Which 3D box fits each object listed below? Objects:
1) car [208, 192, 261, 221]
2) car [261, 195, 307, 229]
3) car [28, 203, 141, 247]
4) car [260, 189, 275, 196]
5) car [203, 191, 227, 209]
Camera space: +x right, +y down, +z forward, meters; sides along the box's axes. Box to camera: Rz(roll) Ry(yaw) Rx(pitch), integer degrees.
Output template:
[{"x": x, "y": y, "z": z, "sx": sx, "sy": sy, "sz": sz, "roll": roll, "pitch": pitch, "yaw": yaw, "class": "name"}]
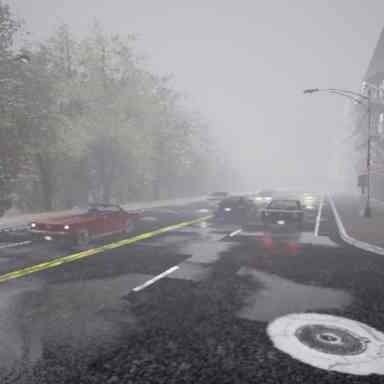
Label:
[{"x": 2.780, "y": 0.922, "z": 20.728, "sx": 1.994, "sy": 1.385, "sz": 4.181, "roll": 1, "pitch": 2, "yaw": 22, "class": "car"}, {"x": 4.939, "y": 1.051, "z": 17.376, "sx": 1.895, "sy": 1.301, "sz": 4.718, "roll": 1, "pitch": 2, "yaw": 22, "class": "car"}, {"x": -3.975, "y": 1.162, "z": 13.121, "sx": 1.895, "sy": 1.301, "sz": 4.718, "roll": 1, "pitch": 2, "yaw": 22, "class": "car"}, {"x": 11.846, "y": 0.140, "z": 52.460, "sx": 1.895, "sy": 1.301, "sz": 4.718, "roll": 1, "pitch": 2, "yaw": 22, "class": "car"}, {"x": 2.496, "y": 0.658, "z": 29.305, "sx": 1.812, "sy": 1.442, "sz": 4.674, "roll": 1, "pitch": 2, "yaw": 22, "class": "car"}]
